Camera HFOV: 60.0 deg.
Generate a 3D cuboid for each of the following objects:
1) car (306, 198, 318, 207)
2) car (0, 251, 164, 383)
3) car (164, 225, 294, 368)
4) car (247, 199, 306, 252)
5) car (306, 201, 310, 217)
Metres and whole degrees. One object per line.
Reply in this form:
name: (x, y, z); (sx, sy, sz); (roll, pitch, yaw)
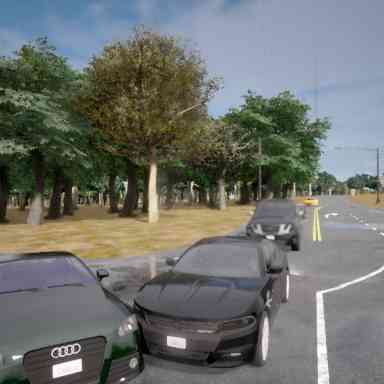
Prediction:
car: (20.172, 1.698, 56.294); (1.882, 1.535, 5.008); (-1, 0, 27)
car: (-2.328, 1.643, 5.014); (1.994, 1.385, 4.181); (1, -2, -33)
car: (0.714, 1.613, 6.320); (1.882, 1.535, 5.008); (-1, -2, 21)
car: (3.999, 1.413, 15.619); (2.150, 2.045, 5.566); (-1, 0, 20)
car: (10.005, 1.803, 31.840); (1.895, 1.301, 4.718); (-1, 0, 20)
